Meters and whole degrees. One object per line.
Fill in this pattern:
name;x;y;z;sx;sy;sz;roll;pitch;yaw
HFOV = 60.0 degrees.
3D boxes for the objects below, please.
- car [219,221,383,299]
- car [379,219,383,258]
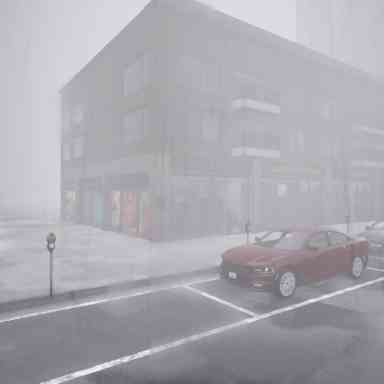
car;2.703;1.544;8.454;4.507;1.381;1.887;0;0;-35
car;7.204;1.581;11.658;4.206;1.307;1.802;0;0;-35
